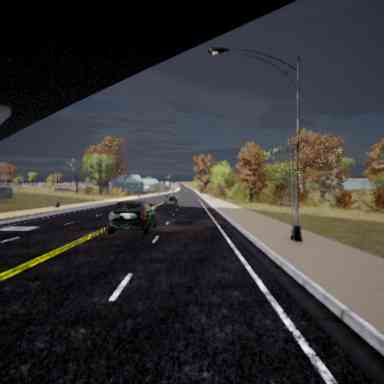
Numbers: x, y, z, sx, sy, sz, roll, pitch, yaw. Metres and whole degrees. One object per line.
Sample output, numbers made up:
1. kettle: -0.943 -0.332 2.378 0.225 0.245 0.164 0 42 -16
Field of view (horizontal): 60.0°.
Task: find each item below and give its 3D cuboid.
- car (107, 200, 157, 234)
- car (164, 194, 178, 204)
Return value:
1. car: -3.163 1.209 18.403 2.097 1.767 4.553 0 1 0
2. car: -3.190 1.094 50.819 2.128 1.511 4.902 0 0 0
